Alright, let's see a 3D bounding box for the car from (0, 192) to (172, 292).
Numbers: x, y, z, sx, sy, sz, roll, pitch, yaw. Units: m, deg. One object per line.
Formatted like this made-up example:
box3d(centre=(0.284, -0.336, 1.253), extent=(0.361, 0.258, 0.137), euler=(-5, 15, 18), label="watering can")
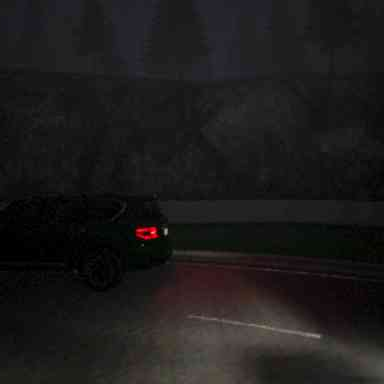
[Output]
box3d(centre=(-3.278, 1.041, 8.098), extent=(5.566, 2.045, 2.150), euler=(0, 1, 7), label="car")
